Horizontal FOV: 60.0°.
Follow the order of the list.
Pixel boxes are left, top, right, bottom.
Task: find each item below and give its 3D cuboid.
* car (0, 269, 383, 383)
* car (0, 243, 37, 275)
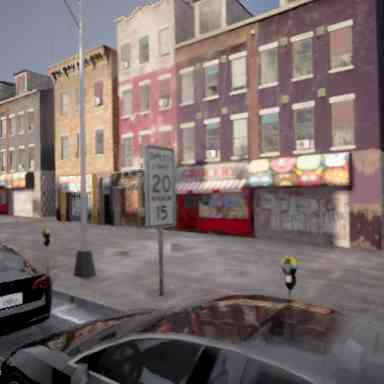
[{"bbox_3d":[0.219,1.561,2.676,4.313,1.339,1.947,0,-1,36],"label":"car"},{"bbox_3d":[-4.208,1.539,5.832,4.313,1.339,1.947,0,-1,36],"label":"car"}]
